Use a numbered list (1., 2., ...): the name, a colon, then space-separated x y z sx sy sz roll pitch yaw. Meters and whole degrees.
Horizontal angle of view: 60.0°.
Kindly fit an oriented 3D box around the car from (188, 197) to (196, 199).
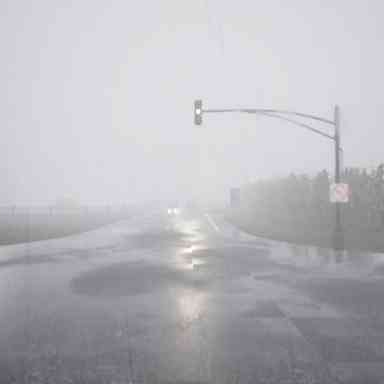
1. car: 0.024 2.118 67.601 2.150 2.045 5.566 0 -1 0

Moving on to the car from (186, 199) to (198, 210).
1. car: 0.020 2.379 57.593 1.895 1.301 4.718 0 -1 0

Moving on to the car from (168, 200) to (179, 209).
1. car: -3.478 2.317 61.744 2.128 1.511 4.902 0 -1 0
